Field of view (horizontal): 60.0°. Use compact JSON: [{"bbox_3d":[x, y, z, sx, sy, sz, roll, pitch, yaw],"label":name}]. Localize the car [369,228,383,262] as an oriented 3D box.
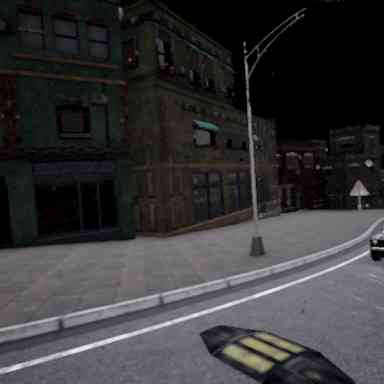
[{"bbox_3d":[7.838,1.689,11.833,1.895,1.301,4.718,-2,-2,41],"label":"car"}]
